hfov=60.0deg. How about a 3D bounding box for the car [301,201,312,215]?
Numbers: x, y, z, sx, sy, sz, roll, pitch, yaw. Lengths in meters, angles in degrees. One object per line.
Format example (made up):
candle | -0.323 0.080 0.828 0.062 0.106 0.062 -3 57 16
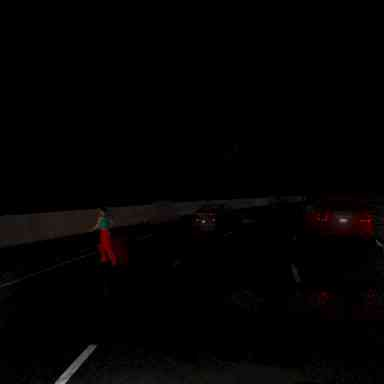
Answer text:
car | 12.065 1.564 32.902 1.994 1.385 4.181 0 0 29

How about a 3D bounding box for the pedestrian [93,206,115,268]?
pedestrian | -2.647 1.294 10.038 0.375 1.860 0.375 0 0 12

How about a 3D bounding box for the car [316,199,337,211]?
car | 16.874 1.564 41.620 1.994 1.385 4.181 0 0 29

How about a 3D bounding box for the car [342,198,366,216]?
car | 16.412 1.478 33.563 1.882 1.535 5.008 0 0 29

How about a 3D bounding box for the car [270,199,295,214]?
car | 9.933 1.478 36.330 1.882 1.535 5.008 0 0 29

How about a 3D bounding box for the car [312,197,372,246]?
car | 7.036 1.221 15.639 2.150 2.045 5.566 0 0 23

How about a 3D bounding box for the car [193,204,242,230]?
car | 1.766 1.491 21.191 2.128 1.511 4.902 0 0 26
